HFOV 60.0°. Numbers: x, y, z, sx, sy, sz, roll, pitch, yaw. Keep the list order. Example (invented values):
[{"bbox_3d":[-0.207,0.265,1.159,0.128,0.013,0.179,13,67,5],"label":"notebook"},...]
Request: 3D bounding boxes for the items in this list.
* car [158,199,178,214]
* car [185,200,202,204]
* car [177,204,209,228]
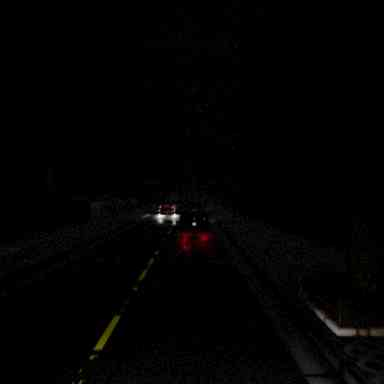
[{"bbox_3d":[-2.772,1.640,38.717,2.097,1.767,4.553,0,0,0],"label":"car"},{"bbox_3d":[0.176,1.819,42.584,1.837,1.490,4.892,0,0,0],"label":"car"},{"bbox_3d":[0.144,1.763,23.251,1.895,1.301,4.718,0,0,0],"label":"car"}]
